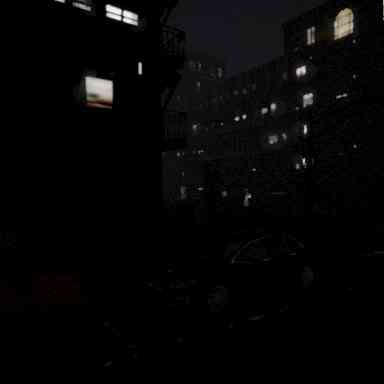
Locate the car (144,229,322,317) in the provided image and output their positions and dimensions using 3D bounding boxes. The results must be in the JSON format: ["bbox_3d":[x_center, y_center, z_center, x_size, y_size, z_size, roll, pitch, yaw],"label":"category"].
[{"bbox_3d":[1.078,1.545,7.343,4.403,1.369,2.008,0,-1,-35],"label":"car"}]

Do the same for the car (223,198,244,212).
[{"bbox_3d":[3.914,1.418,37.720,1.967,1.590,4.097,-1,1,-36],"label":"car"}]

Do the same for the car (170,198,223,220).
[{"bbox_3d":[0.322,1.536,28.344,1.967,1.590,4.097,-1,1,-36],"label":"car"}]

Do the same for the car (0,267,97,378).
[{"bbox_3d":[-3.671,1.526,3.955,4.829,1.417,1.752,0,-1,-35],"label":"car"}]

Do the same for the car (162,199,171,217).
[{"bbox_3d":[-2.799,1.635,32.706,1.752,1.417,4.829,-1,1,-36],"label":"car"}]

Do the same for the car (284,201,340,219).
[{"bbox_3d":[10.259,1.476,28.860,1.752,1.417,4.829,-1,1,-36],"label":"car"}]
